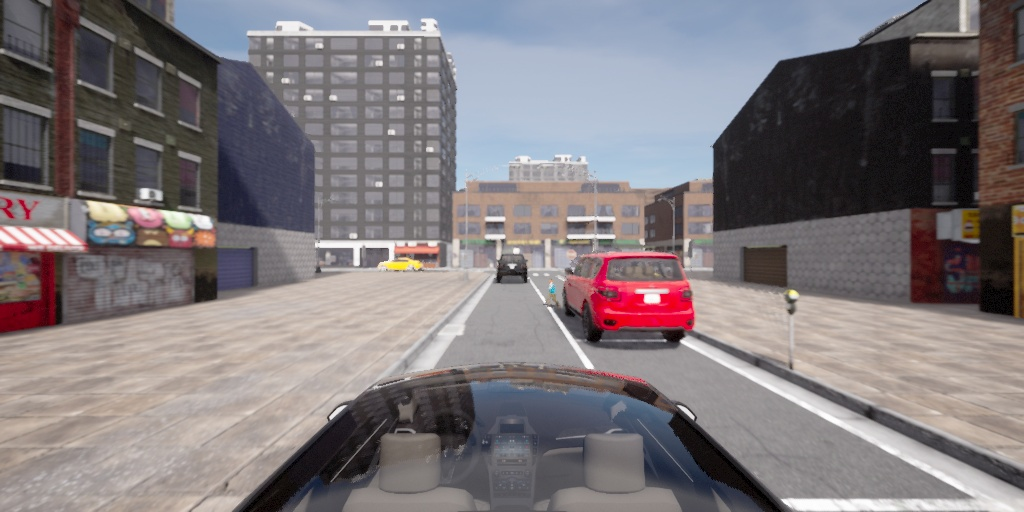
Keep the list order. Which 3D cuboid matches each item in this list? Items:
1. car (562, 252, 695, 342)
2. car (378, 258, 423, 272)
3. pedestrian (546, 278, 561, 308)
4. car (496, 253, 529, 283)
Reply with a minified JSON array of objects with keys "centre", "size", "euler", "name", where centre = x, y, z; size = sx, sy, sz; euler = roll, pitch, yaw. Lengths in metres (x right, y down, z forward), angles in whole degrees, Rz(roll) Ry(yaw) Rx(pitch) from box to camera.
[{"centre":[2.749,0.914,9.726],"size":[2.150,2.045,5.566],"euler":[0,0,0],"name":"car"},{"centre":[-12.739,0.969,41.007],"size":[5.008,1.535,1.882],"euler":[0,0,1],"name":"car"},{"centre":[1.477,1.339,12.985],"size":[0.500,1.100,0.500],"euler":[0,0,0],"name":"pedestrian"},{"centre":[0.013,0.795,25.858],"size":[2.150,2.045,5.566],"euler":[0,1,0],"name":"car"}]
